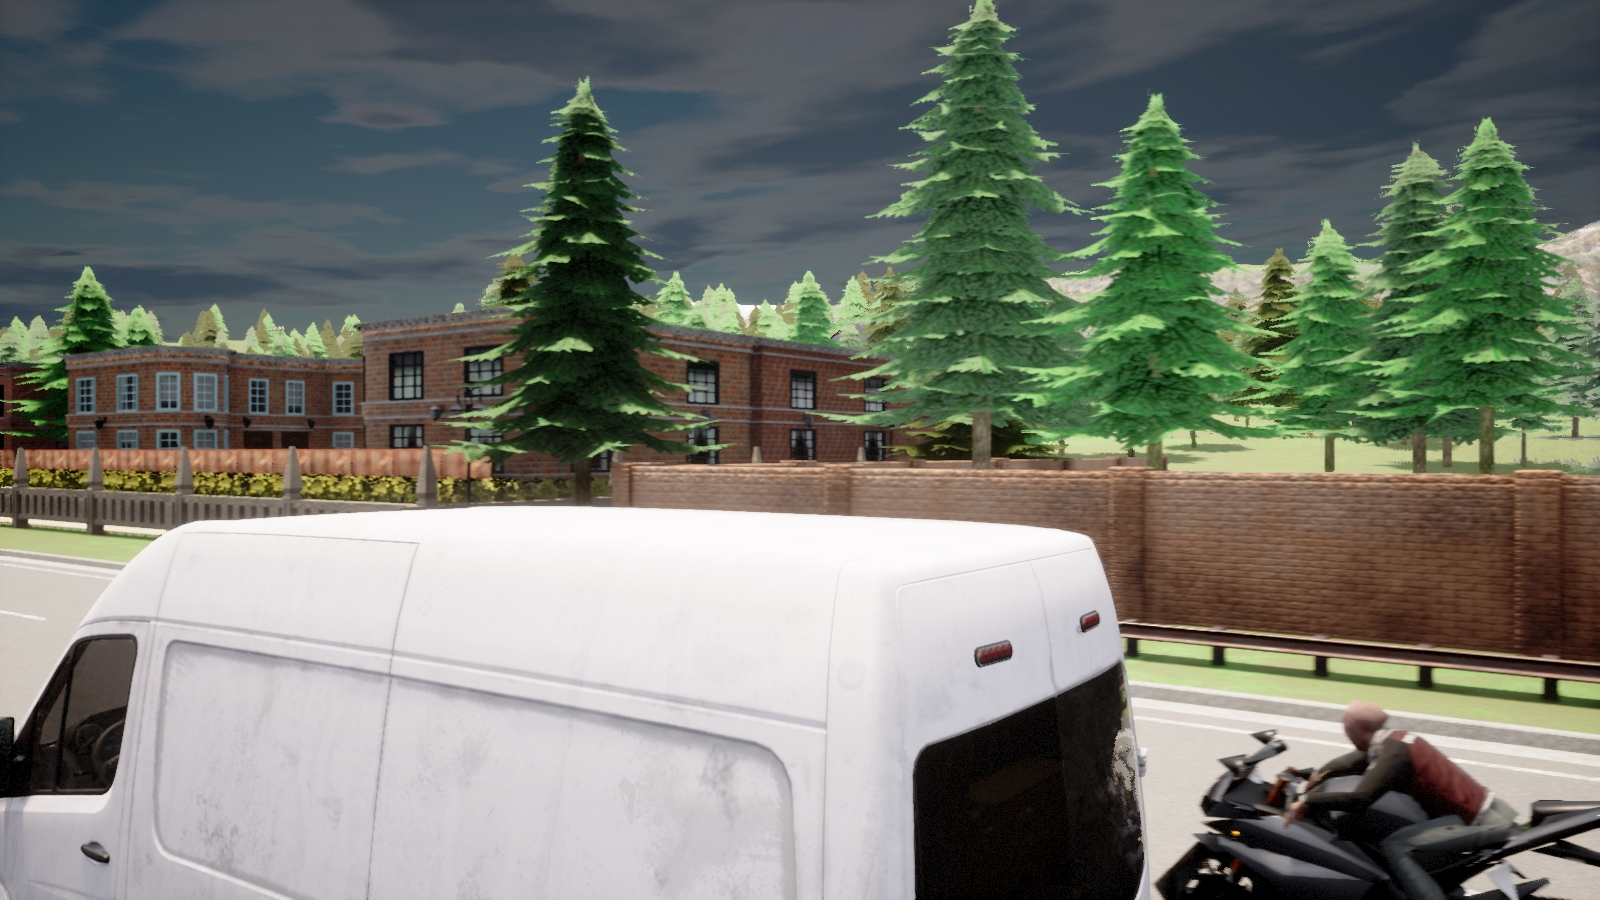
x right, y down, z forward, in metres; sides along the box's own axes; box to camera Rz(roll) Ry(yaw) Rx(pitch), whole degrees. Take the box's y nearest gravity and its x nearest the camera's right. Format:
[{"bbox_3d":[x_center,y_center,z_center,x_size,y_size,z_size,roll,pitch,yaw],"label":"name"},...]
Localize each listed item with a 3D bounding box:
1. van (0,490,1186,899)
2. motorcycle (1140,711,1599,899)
[{"bbox_3d":[-1.629,1.538,4.921,5.915,2.561,1.988,0,0,35],"label":"van"},{"bbox_3d":[3.008,2.206,5.948,2.209,1.251,0.867,0,0,35],"label":"motorcycle"}]
